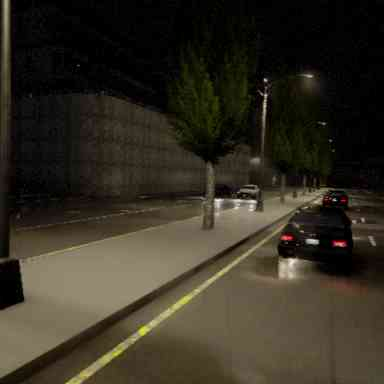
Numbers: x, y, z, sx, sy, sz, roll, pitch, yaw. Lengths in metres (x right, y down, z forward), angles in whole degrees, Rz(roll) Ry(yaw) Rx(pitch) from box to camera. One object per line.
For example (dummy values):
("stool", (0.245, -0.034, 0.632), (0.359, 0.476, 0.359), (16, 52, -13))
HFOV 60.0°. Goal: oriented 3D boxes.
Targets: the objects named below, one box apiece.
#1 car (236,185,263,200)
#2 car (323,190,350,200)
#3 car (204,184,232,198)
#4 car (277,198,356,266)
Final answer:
("car", (6.093, 0.003, 34.431), (1.812, 1.442, 4.674), (3, 3, 25))
("car", (11.650, 0.588, 26.951), (2.033, 1.411, 5.357), (3, 3, 25))
("car", (2.903, -0.177, 35.859), (1.812, 1.442, 4.674), (3, 3, 25))
("car", (3.938, 1.153, 10.233), (2.033, 1.411, 5.357), (3, 3, 25))
